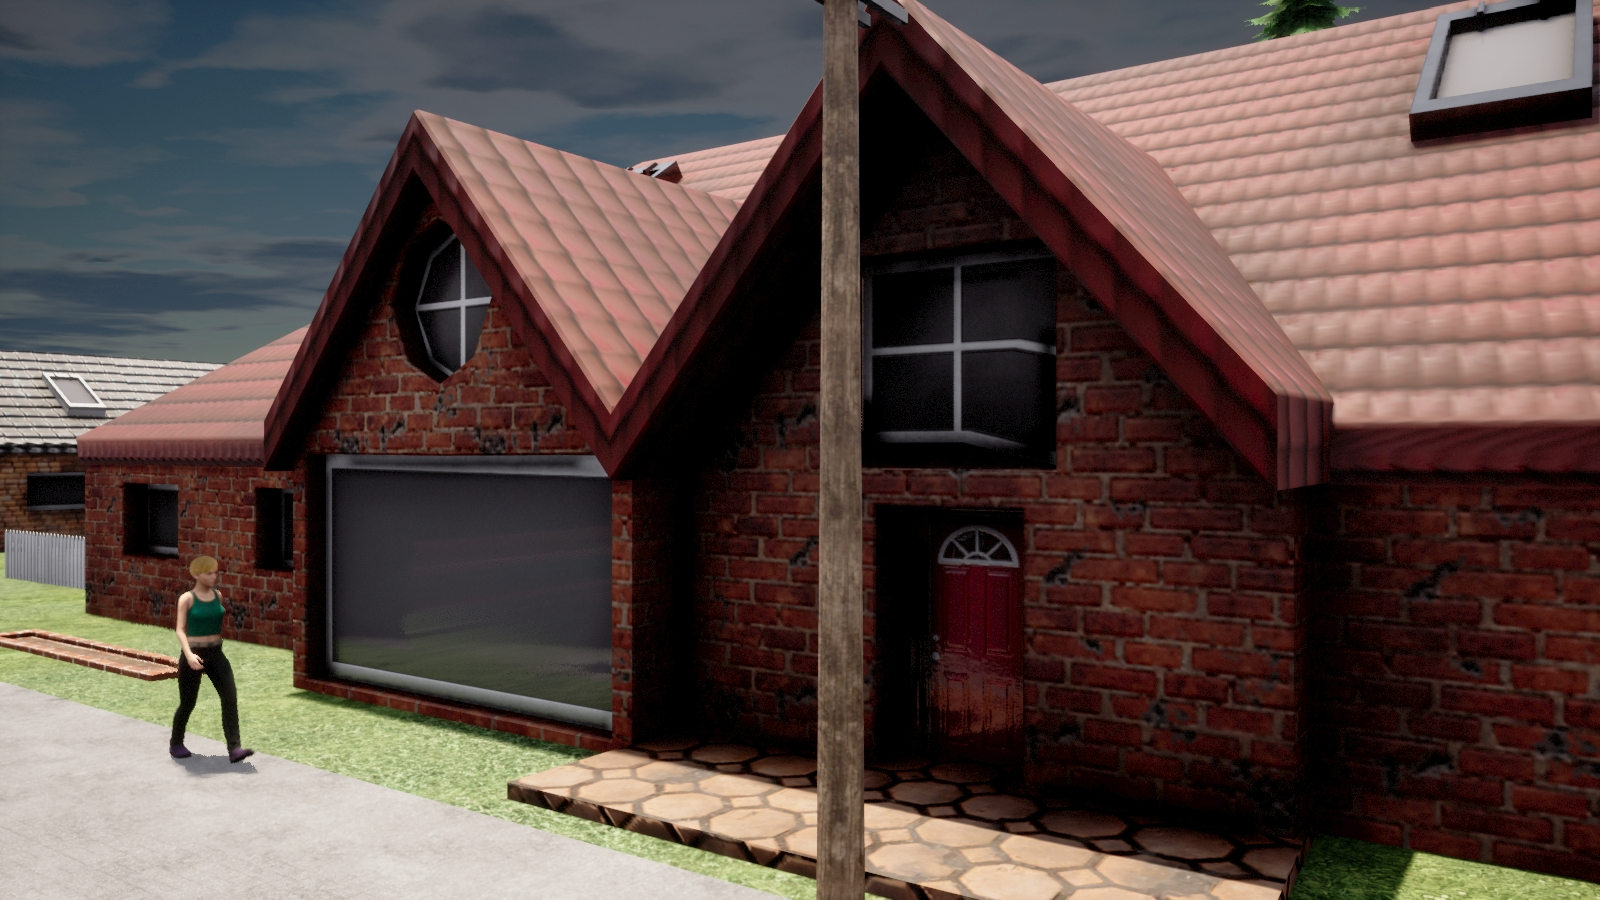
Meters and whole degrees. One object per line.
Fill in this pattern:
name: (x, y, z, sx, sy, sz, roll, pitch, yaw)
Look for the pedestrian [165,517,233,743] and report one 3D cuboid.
pedestrian: (-5.169, 1.524, 9.831, 0.375, 1.860, 0.375, 0, 0, 29)
